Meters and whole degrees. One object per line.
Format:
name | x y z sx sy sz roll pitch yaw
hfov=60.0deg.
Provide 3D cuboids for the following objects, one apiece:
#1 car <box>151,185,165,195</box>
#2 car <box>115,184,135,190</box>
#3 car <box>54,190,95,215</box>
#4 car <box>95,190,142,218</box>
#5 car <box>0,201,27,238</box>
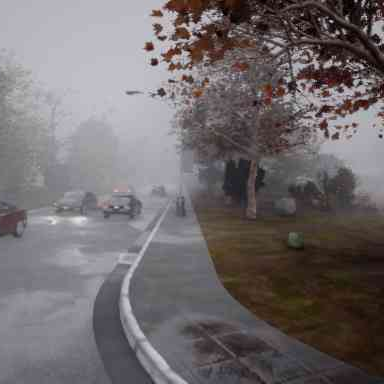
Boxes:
car | -5.299 -0.408 52.407 2.128 1.511 4.902 2 2 -2
car | -8.404 -0.206 41.794 2.097 1.767 4.553 2 2 -1
car | -7.929 0.649 23.098 1.837 1.490 4.892 2 3 -2
car | -4.462 0.850 21.744 2.033 1.411 5.357 2 2 -2
car | -7.577 1.005 11.531 1.882 1.535 5.008 2 2 -3
